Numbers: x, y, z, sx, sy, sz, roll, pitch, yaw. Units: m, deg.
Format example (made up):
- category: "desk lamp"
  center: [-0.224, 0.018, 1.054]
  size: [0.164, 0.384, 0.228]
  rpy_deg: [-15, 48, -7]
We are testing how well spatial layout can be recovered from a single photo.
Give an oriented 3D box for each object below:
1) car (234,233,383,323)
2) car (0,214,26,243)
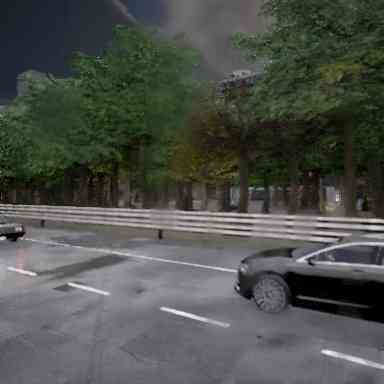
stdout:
- category: "car"
  center: [3.137, 1.492, 5.931]
  size: [4.902, 1.511, 2.128]
  rpy_deg: [0, 0, 36]
- category: "car"
  center: [-9.619, 1.638, 15.060]
  size: [4.718, 1.301, 1.895]
  rpy_deg: [0, 0, 36]
